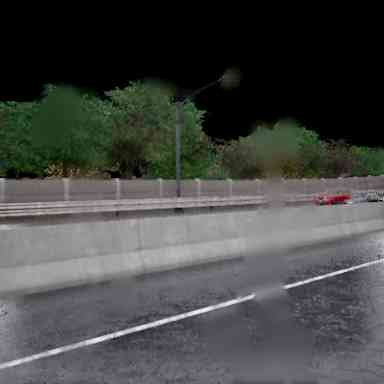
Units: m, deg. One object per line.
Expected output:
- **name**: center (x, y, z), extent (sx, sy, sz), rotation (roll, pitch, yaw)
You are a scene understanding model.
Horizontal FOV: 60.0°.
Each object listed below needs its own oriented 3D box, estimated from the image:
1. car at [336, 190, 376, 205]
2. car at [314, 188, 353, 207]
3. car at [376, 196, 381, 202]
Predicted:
- **car**: center (16.980, 0.897, 33.146), extent (4.902, 1.511, 2.128), rotation (-1, 1, -35)
- **car**: center (15.773, 0.611, 36.583), extent (5.566, 2.045, 2.150), rotation (-1, 1, -35)
- **car**: center (19.530, 0.883, 30.666), extent (4.902, 1.511, 2.128), rotation (-1, 1, -35)
